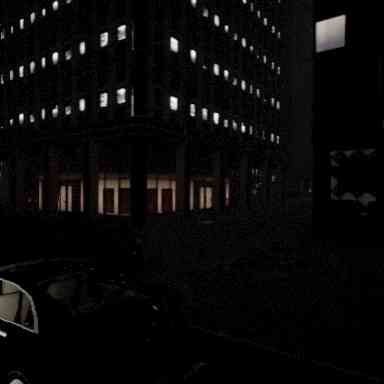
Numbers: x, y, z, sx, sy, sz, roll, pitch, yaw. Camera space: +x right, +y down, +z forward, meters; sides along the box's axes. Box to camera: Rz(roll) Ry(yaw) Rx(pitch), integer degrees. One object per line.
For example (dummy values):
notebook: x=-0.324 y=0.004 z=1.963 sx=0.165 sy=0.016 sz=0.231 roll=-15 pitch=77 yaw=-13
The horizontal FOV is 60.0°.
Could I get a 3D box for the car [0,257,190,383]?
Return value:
car: x=-2.079 y=1.550 z=4.348 sx=4.403 sy=1.369 sz=2.008 roll=0 pitch=1 yaw=35
